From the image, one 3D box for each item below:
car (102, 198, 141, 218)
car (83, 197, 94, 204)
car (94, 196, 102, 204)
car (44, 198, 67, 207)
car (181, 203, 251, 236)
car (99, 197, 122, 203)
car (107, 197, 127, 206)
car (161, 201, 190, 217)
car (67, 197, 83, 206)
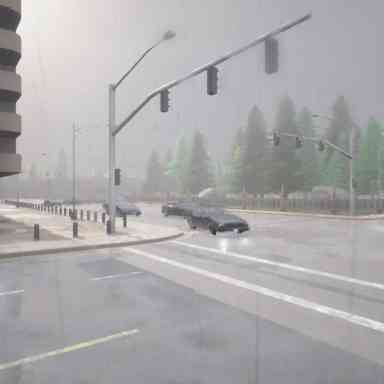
[{"bbox_3d":[-6.521,1.581,31.443,1.812,1.442,4.674,0,0,-37],"label":"car"},{"bbox_3d":[-20.812,1.656,62.924,1.895,1.301,4.718,0,0,-36],"label":"car"},{"bbox_3d":[-18.741,1.547,66.014,2.128,1.511,4.902,0,0,-36],"label":"car"},{"bbox_3d":[-21.957,1.603,52.466,2.033,1.411,5.357,0,0,-36],"label":"car"},{"bbox_3d":[1.317,1.576,19.058,2.033,1.411,5.357,0,-1,-19],"label":"car"},{"bbox_3d":[-9.399,1.656,41.215,1.895,1.301,4.718,0,0,-36],"label":"car"},{"bbox_3d":[-13.237,1.581,58.568,1.812,1.442,4.674,0,0,-36],"label":"car"},{"bbox_3d":[-0.904,1.547,29.690,2.128,1.511,4.902,0,0,-36],"label":"car"},{"bbox_3d":[-20.642,1.699,56.628,1.895,1.301,4.718,0,0,-36],"label":"car"}]
